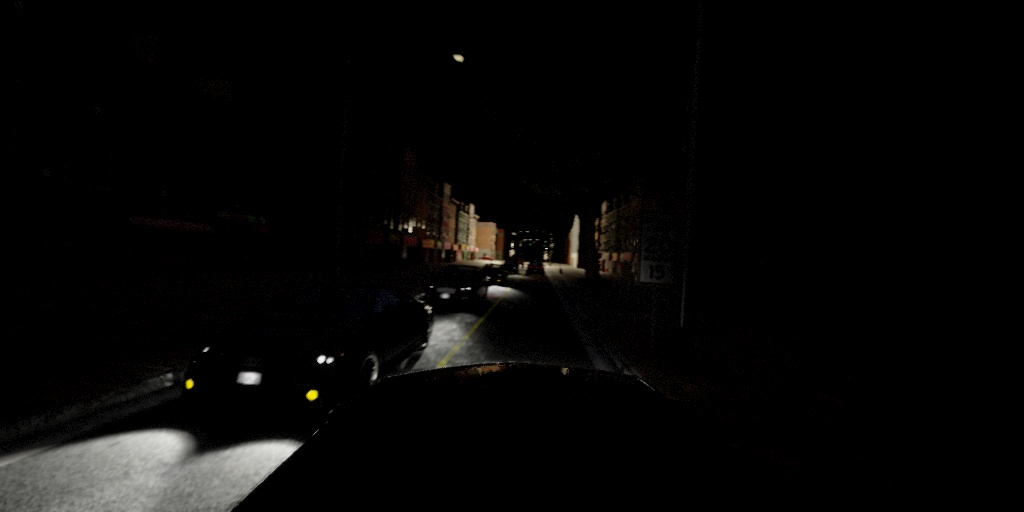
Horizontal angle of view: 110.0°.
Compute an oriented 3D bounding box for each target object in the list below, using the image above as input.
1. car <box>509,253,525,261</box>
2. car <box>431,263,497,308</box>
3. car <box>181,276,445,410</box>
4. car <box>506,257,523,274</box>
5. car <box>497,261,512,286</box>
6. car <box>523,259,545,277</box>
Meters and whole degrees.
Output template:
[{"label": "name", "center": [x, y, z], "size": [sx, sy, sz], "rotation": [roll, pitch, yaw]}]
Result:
[{"label": "car", "center": [0.778, 0.675, 53.071], "size": [2.150, 2.045, 5.566], "rotation": [3, 0, 4]}, {"label": "car", "center": [-2.090, 1.105, 14.639], "size": [2.128, 1.511, 4.902], "rotation": [3, 0, 4]}, {"label": "car", "center": [-2.716, 1.152, 5.892], "size": [1.994, 1.385, 4.181], "rotation": [3, 0, 4]}, {"label": "car", "center": [-0.162, 1.214, 40.334], "size": [1.882, 1.535, 5.008], "rotation": [3, 0, 4]}, {"label": "car", "center": [-1.370, 1.208, 24.715], "size": [1.994, 1.385, 4.181], "rotation": [3, 0, 4]}, {"label": "car", "center": [2.471, 1.329, 37.744], "size": [1.882, 1.535, 5.008], "rotation": [3, 0, 4]}]
